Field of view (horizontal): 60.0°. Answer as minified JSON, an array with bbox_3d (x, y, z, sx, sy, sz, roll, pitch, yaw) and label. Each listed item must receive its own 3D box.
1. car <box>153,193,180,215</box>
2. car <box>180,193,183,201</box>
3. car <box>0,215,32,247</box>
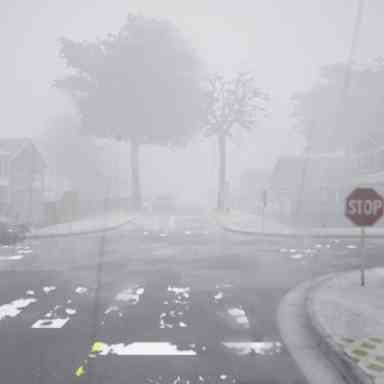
[{"bbox_3d":[-2.733,1.256,34.302,2.150,2.045,5.566,0,0,0],"label":"car"},{"bbox_3d":[-2.722,1.095,59.538,2.150,2.045,5.566,0,0,0],"label":"car"},{"bbox_3d":[-8.950,1.586,13.309,4.674,1.442,1.812,-1,2,-4],"label":"car"}]
